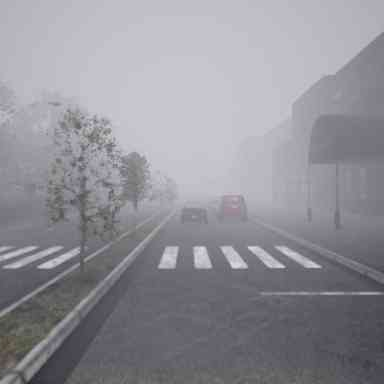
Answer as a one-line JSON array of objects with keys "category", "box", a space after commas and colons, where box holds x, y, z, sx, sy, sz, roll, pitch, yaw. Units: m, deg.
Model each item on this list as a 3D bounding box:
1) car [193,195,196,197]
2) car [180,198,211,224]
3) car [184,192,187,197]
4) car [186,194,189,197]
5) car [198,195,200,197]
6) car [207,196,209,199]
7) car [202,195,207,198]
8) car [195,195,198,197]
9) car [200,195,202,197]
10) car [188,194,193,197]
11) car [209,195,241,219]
[{"category": "car", "box": [1.985, 1.324, 71.388, 2.185, 1.767, 4.553, 0, 0, -4]}, {"category": "car", "box": [0.151, 1.486, 24.555, 1.882, 1.535, 5.008, 0, 0, 0]}, {"category": "car", "box": [-0.217, 1.392, 93.554, 2.097, 1.535, 5.008, 0, 0, -7]}, {"category": "car", "box": [0.428, 1.408, 88.023, 2.097, 1.535, 5.008, 0, 0, -6]}, {"category": "car", "box": [2.645, 1.509, 60.304, 2.002, 1.452, 4.674, 0, 0, -3]}, {"category": "car", "box": [3.131, 1.489, 37.948, 2.231, 1.521, 4.892, 0, 0, 0]}, {"category": "car", "box": [3.038, 1.511, 49.097, 2.163, 1.488, 4.792, 0, 0, -1]}, {"category": "car", "box": [2.359, 1.490, 65.900, 2.163, 1.488, 4.792, 0, 0, -3]}, {"category": "car", "box": [2.875, 1.505, 54.780, 2.163, 1.488, 4.792, 0, 0, -2]}, {"category": "car", "box": [1.017, 1.425, 82.492, 2.231, 1.521, 4.892, 0, 0, -5]}, {"category": "car", "box": [3.118, 1.364, 32.377, 2.185, 1.767, 4.553, 0, 0, 0]}]
